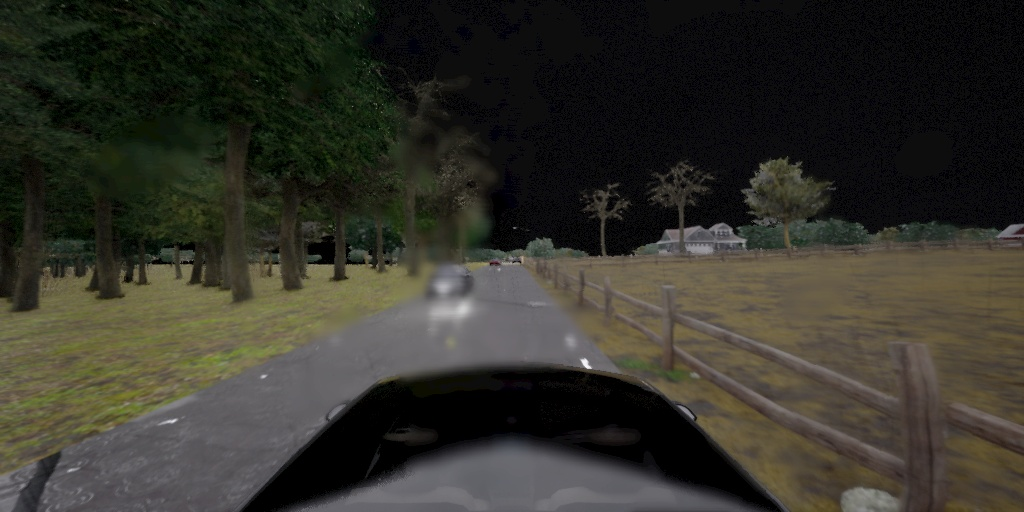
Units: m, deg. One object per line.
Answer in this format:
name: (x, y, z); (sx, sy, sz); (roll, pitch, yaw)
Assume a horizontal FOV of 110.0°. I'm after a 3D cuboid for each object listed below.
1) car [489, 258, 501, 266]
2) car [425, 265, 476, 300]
car: (-2.802, 1.022, 59.753); (1.895, 1.301, 4.718); (0, 0, 1)
car: (-2.853, 1.206, 17.387); (2.128, 1.511, 4.902); (0, 0, 0)
